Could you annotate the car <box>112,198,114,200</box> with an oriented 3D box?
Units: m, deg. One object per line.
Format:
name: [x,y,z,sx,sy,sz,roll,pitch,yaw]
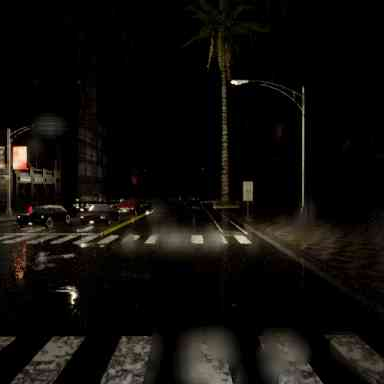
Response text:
car: [-9.668,1.511,42.154,2.128,1.511,4.902,0,0,1]

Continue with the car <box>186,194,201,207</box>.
car: [0.217,1.259,53.431,2.150,2.045,5.566,0,0,0]

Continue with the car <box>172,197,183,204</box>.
car: [-2.886,1.633,67.682,1.994,1.385,4.181,0,0,0]

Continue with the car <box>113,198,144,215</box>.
car: [-6.453,1.537,34.136,1.812,1.442,4.674,0,0,0]

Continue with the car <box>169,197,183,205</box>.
car: [-2.926,1.611,57.724,1.994,1.385,4.181,0,0,1]

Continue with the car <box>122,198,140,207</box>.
car: [-9.590,1.636,52.283,1.895,1.301,4.718,0,0,1]

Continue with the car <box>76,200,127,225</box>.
car: [-6.500,1.553,24.179,2.033,1.411,5.357,0,0,0]

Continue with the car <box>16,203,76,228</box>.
car: [-9.771,1.606,22.376,1.895,1.301,4.718,0,0,1]

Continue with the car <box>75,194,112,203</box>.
car: [-9.715,1.231,32.133,2.150,2.045,5.566,0,0,0]

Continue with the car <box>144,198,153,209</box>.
car: [-6.405,1.527,44.566,1.837,1.490,4.892,0,0,0]
